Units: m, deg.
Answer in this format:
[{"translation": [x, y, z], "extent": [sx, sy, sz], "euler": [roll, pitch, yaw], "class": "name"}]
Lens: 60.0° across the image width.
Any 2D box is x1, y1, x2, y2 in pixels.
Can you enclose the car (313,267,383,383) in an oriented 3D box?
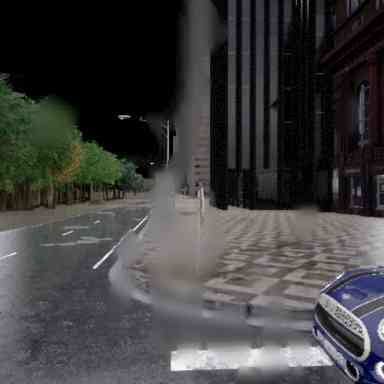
[{"translation": [3.966, 1.351, 4.153], "extent": [4.553, 1.767, 2.097], "euler": [0, 0, -1], "class": "car"}]
